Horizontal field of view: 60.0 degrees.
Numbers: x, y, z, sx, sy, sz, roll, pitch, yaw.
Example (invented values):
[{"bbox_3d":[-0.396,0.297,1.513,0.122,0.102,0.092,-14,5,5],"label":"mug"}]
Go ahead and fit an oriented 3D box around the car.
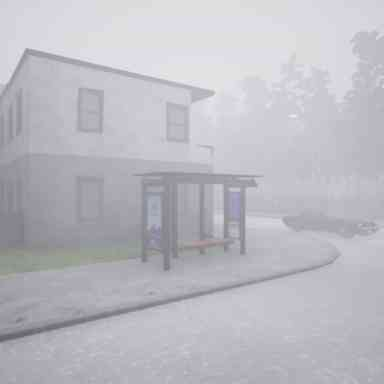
[{"bbox_3d":[7.214,1.597,17.618,1.895,1.301,4.718,0,0,-34],"label":"car"}]
